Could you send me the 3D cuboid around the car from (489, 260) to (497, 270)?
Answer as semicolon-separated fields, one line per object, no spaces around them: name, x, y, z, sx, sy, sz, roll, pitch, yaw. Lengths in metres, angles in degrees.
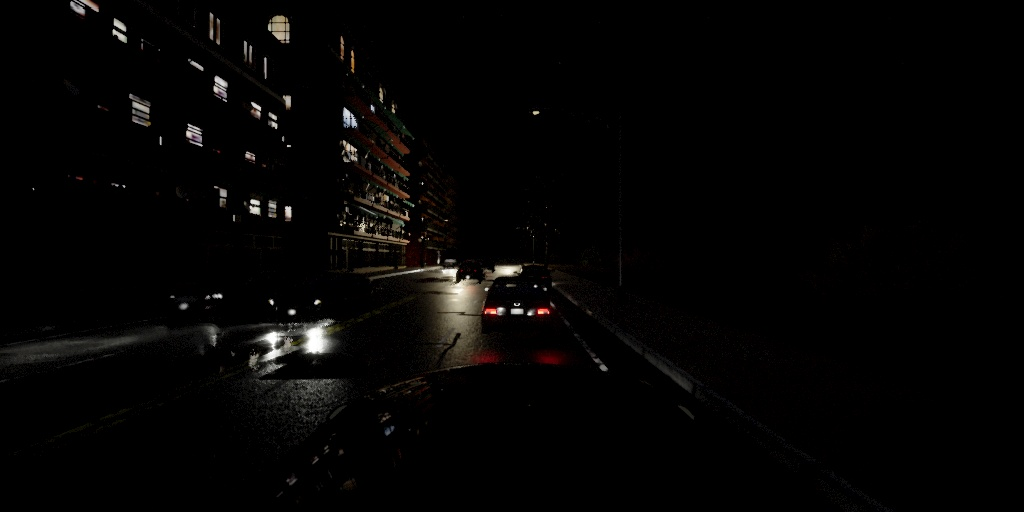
car;-3.073;1.254;45.018;1.837;1.490;4.892;0;-1;0

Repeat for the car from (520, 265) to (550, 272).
car;1.169;1.257;20.296;1.837;1.490;4.892;0;0;0

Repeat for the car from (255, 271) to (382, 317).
car;-6.579;1.299;13.381;2.033;1.411;5.357;0;0;0

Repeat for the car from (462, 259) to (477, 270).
car;-6.496;1.276;55.226;1.812;1.442;4.674;0;0;0

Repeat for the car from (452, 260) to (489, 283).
car;-3.104;1.255;27.679;1.837;1.490;4.892;0;-1;0

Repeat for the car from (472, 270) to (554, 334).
car;0.116;1.299;10.608;2.033;1.411;5.357;0;0;0

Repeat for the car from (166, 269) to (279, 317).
car;-9.831;1.243;13.197;2.128;1.511;4.902;0;0;0

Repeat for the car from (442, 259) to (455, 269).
car;-9.741;1.242;56.585;2.128;1.511;4.902;0;0;0
